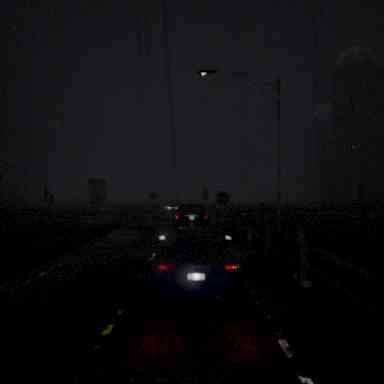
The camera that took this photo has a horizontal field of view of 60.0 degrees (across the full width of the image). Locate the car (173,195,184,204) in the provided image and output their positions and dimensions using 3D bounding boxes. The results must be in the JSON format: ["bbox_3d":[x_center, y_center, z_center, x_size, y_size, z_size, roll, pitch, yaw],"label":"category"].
[{"bbox_3d":[-2.882,1.632,71.178,2.097,1.767,4.553,0,0,0],"label":"car"}]

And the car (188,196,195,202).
[{"bbox_3d":[-0.163,1.796,87.890,1.994,1.385,4.181,0,0,0],"label":"car"}]

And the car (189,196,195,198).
[{"bbox_3d":[-0.143,1.843,77.464,2.033,1.411,5.357,0,0,0],"label":"car"}]

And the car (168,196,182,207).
[{"bbox_3d":[-2.922,1.686,56.033,1.882,1.535,5.008,0,0,0],"label":"car"}]

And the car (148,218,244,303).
[{"bbox_3d":[0.084,1.590,8.344,1.994,1.385,4.181,0,0,0],"label":"car"}]

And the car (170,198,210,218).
[{"bbox_3d":[-0.117,1.418,20.021,2.097,1.767,4.553,0,0,-3],"label":"car"}]
